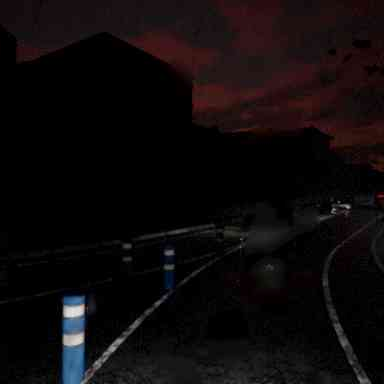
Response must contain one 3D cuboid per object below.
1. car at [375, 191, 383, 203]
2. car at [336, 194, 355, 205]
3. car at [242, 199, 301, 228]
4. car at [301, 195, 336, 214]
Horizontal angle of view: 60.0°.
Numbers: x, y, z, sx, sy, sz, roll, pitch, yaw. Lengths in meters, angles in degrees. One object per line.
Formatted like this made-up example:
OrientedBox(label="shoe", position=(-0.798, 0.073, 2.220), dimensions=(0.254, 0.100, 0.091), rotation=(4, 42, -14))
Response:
OrientedBox(label="car", position=(26.372, 0.665, 45.661), dimensions=(1.837, 1.490, 4.892), rotation=(1, 1, 35))
OrientedBox(label="car", position=(17.669, 0.876, 38.970), dimensions=(1.895, 1.301, 4.718), rotation=(0, -1, 35))
OrientedBox(label="car", position=(4.808, 1.240, 20.460), dimensions=(1.882, 1.535, 5.008), rotation=(1, 1, 35))
OrientedBox(label="car", position=(10.943, 1.040, 29.306), dimensions=(1.882, 1.535, 5.008), rotation=(1, 1, 35))
